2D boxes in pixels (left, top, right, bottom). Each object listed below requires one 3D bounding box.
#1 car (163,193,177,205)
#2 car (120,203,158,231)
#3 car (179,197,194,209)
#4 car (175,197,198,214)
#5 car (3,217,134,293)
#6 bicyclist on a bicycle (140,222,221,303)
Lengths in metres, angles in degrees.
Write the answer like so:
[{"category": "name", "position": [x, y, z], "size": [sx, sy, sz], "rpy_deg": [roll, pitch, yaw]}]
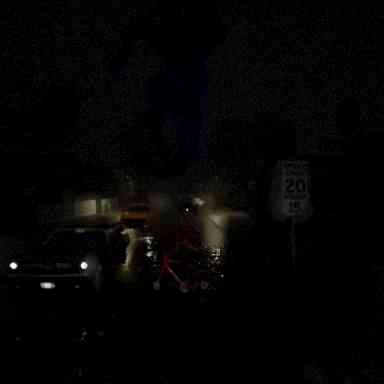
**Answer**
[{"category": "car", "position": [-3.800, 1.138, 58.258], "size": [2.150, 2.045, 5.566], "rpy_deg": [0, 0, -1]}, {"category": "car", "position": [-3.171, 1.456, 20.485], "size": [1.882, 1.535, 5.008], "rpy_deg": [0, 0, -1]}, {"category": "car", "position": [-0.717, 1.488, 46.247], "size": [2.033, 1.411, 5.357], "rpy_deg": [0, 0, 0]}, {"category": "car", "position": [-0.495, 1.463, 34.079], "size": [1.837, 1.490, 4.892], "rpy_deg": [0, 0, -1]}, {"category": "car", "position": [-2.985, 1.593, 8.991], "size": [1.895, 1.301, 4.718], "rpy_deg": [0, 0, -1]}, {"category": "bicyclist on a bicycle", "position": [-0.237, 1.431, 6.733], "size": [1.656, 1.620, 0.582], "rpy_deg": [-1, 0, -1]}]
